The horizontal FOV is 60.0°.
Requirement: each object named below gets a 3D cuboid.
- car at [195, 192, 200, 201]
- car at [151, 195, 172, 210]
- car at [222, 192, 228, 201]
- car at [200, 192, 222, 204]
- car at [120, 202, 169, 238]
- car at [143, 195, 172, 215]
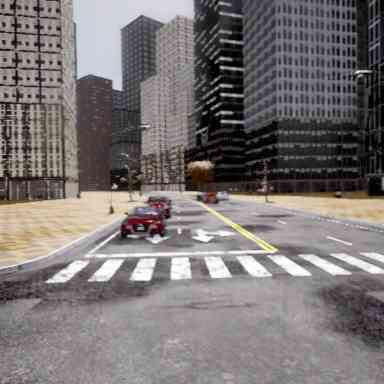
[{"bbox_3d":[1.686,0.799,58.140,2.128,1.511,4.902,-1,1,-6],"label":"car"},{"bbox_3d":[-3.343,1.139,37.369,2.128,1.511,4.902,-1,1,-3],"label":"car"},{"bbox_3d":[5.022,0.782,57.460,1.812,1.442,4.674,-1,1,-6],"label":"car"},{"bbox_3d":[2.656,0.941,48.001,1.812,1.442,4.674,-1,1,-5],"label":"car"},{"bbox_3d":[-2.387,1.429,16.854,1.994,1.385,4.181,-1,1,-3],"label":"car"},{"bbox_3d":[-2.868,1.110,27.089,2.097,1.767,4.553,-1,1,-3],"label":"car"}]
